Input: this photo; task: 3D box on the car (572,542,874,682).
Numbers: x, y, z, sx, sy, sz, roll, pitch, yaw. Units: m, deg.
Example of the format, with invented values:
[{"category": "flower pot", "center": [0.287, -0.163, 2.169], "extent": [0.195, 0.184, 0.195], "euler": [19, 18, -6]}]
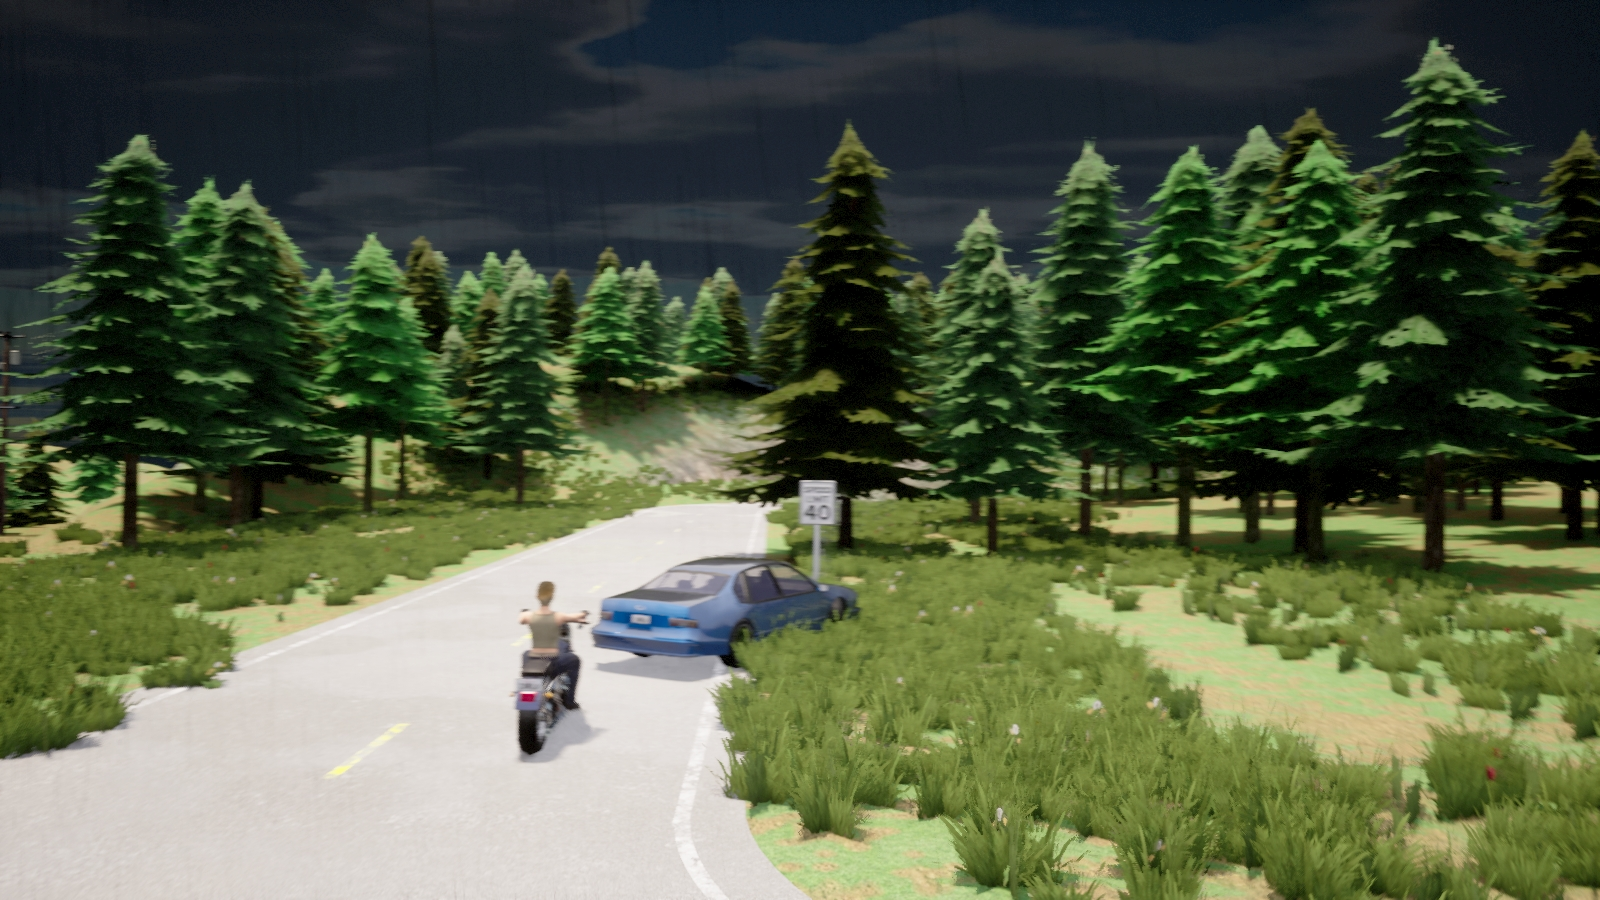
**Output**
[{"category": "car", "center": [-0.931, 2.300, 17.502], "extent": [2.033, 1.411, 5.357], "euler": [1, -1, 28]}]
